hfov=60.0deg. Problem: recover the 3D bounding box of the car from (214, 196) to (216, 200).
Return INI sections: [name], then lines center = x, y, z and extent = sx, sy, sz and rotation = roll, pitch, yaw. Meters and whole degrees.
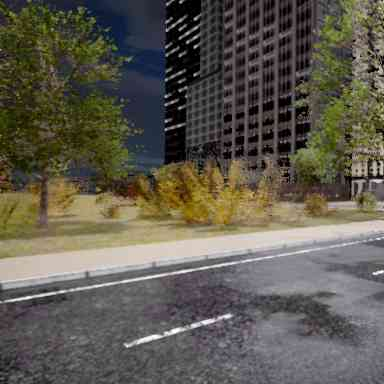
[car]
center = 6.612, 1.318, 77.471
extent = 2.033, 1.411, 5.357
rotation = 1, 0, -34
